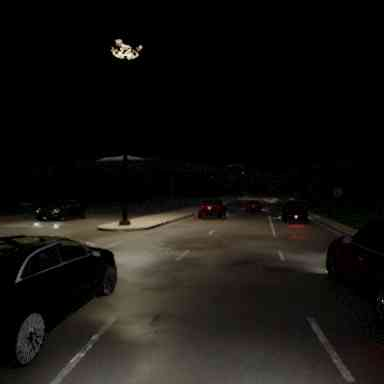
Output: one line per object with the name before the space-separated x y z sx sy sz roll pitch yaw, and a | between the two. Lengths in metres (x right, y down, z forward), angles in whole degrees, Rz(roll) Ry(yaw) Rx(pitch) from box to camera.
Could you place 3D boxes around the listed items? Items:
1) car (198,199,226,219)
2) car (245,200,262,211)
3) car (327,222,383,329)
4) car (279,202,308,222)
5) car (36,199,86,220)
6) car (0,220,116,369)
car | 1.963 1.468 31.095 2.097 1.767 4.553 0 0 12
car | 7.985 1.739 43.028 1.994 1.385 4.181 0 0 12
car | 4.382 1.388 6.943 2.097 1.767 4.553 0 0 8
car | 8.331 1.624 27.378 1.837 1.490 4.892 0 0 12
car | -10.700 1.422 27.412 2.097 1.767 4.553 0 0 12
car | -2.833 1.505 5.797 2.128 1.511 4.902 0 0 6
